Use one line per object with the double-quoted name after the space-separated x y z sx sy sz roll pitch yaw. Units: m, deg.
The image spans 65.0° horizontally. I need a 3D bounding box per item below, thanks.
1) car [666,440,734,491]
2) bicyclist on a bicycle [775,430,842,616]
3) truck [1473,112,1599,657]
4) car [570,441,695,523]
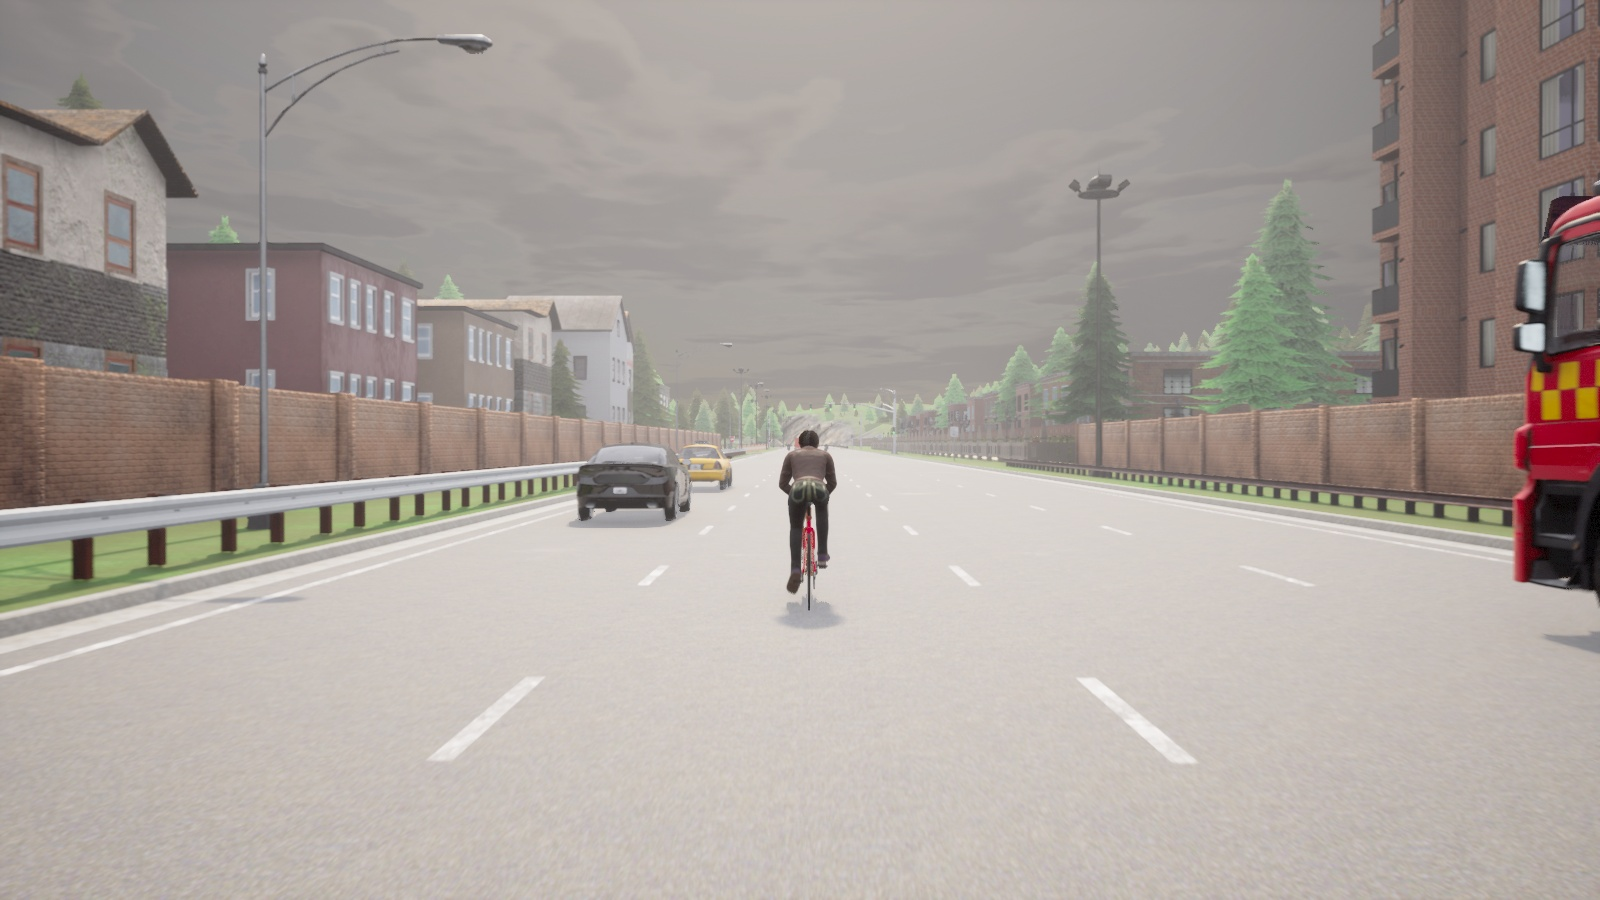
-3.248 0.457 41.680 1.801 1.575 5.366 0 0 0 "car"
0.082 0.636 11.772 0.582 1.620 1.656 0 0 0 "bicyclist on a bicycle"
7.052 -0.446 6.246 2.891 3.827 8.468 0 0 0 "truck"
-3.337 0.581 25.969 1.882 1.535 5.008 0 0 0 "car"
